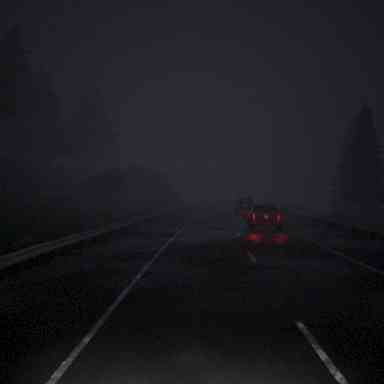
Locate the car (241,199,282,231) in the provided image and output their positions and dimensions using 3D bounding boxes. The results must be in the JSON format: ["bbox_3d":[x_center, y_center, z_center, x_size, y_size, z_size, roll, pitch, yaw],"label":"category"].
[{"bbox_3d":[4.842,1.605,23.078,2.097,1.767,4.553,0,0,4],"label":"car"}]

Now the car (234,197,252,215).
[{"bbox_3d":[6.344,1.652,40.598,2.150,2.045,5.566,0,-1,6],"label":"car"}]
